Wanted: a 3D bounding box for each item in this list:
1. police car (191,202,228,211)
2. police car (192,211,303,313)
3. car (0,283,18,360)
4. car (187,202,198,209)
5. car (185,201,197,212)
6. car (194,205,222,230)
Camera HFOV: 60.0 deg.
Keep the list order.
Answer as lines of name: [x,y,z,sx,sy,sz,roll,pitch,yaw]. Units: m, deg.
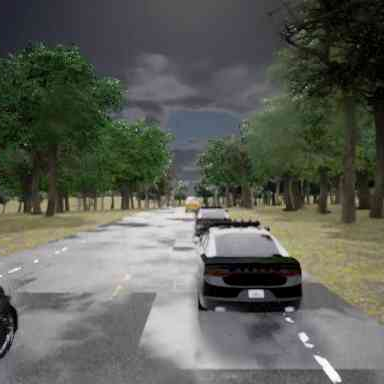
police car: [1.058,1.572,18.026,1.930,1.638,5.238,0,-1,0]
police car: [1.054,1.480,8.024,1.930,1.638,5.238,0,0,0]
car: [-3.499,1.583,3.099,1.994,1.385,4.181,0,0,0]
car: [0.029,2.473,60.438,1.895,1.301,4.718,0,-2,0]
car: [0.066,1.987,45.949,1.882,1.535,5.008,0,-1,1]
car: [1.061,1.737,23.915,1.812,1.442,4.674,0,-1,0]
